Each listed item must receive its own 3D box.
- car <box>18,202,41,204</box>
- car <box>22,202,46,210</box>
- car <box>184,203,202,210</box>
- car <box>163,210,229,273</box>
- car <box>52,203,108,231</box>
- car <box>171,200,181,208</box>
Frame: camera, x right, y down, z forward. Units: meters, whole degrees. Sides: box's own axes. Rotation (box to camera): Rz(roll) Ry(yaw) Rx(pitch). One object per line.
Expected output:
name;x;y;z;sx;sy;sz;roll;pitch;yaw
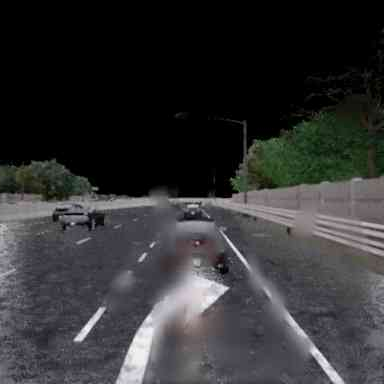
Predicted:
car;-21.082;1.972;42.068;1.882;1.535;5.008;0;-1;0
car;-28.012;2.489;59.195;1.895;1.301;4.718;0;-1;0
car;0.100;1.876;34.350;1.812;1.442;4.674;0;-1;0
car;0.100;1.571;10.923;1.837;1.490;4.892;0;0;0
car;-6.900;1.659;21.694;2.128;1.511;4.902;0;-1;0
car;-3.500;2.569;72.625;2.097;1.767;4.553;0;-1;0
